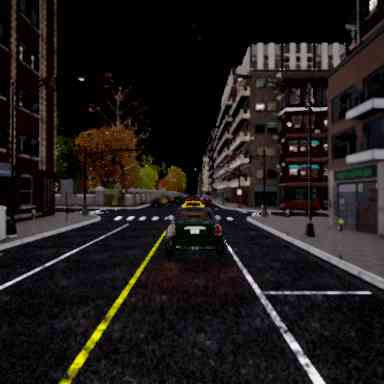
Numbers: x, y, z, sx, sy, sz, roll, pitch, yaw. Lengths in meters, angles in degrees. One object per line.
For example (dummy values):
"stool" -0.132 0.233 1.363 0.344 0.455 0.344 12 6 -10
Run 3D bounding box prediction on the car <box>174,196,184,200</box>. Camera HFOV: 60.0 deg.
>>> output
"car" -2.994 1.632 71.318 1.882 1.535 5.008 0 0 0

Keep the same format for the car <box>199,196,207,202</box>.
"car" 2.698 1.741 82.107 2.008 1.369 4.403 0 0 0

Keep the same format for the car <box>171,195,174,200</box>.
"car" -5.682 1.468 70.848 2.192 1.841 5.009 0 0 0

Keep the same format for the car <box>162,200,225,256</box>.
"car" 0.101 1.370 13.408 2.097 1.767 4.553 0 0 0

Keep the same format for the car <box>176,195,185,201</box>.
"car" -2.993 1.635 86.939 2.033 1.411 5.357 0 0 0

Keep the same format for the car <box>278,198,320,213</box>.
"car" 13.470 1.673 41.633 5.009 1.841 2.192 1 -1 -1

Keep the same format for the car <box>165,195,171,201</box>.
"car" -5.682 1.661 65.047 1.752 1.417 4.829 0 0 0

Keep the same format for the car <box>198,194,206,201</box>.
"car" 2.700 1.544 93.367 2.192 1.841 5.009 0 0 0

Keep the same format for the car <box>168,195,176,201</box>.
"car" -5.681 1.669 93.368 1.967 1.590 4.097 0 0 0

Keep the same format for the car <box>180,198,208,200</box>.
"car" 0.106 1.523 28.291 1.882 1.535 5.008 0 0 0

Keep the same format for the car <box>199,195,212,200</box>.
"car" 2.697 1.665 59.586 1.887 1.381 4.507 0 0 0

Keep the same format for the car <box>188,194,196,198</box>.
"car" 0.006 1.744 83.088 1.994 1.385 4.181 0 0 0

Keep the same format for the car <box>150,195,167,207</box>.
"car" -5.683 1.671 53.956 1.947 1.339 4.313 0 0 0

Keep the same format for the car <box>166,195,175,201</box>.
"car" -5.681 1.649 87.738 1.967 1.590 4.097 0 0 0

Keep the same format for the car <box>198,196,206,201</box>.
"car" 2.699 1.754 87.737 1.887 1.381 4.507 0 0 0
